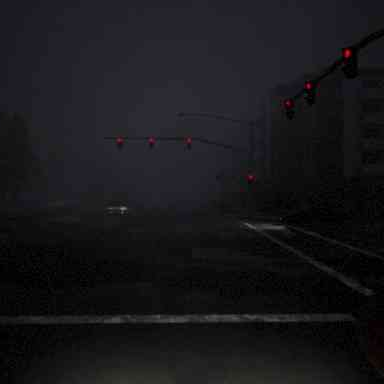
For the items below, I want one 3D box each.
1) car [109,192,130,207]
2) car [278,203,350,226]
[{"bbox_3d":[-10.513,1.022,48.710,2.150,2.045,5.566,0,1,0],"label":"car"},{"bbox_3d":[8.016,1.437,21.925,4.674,1.442,1.812,0,0,-10],"label":"car"}]
